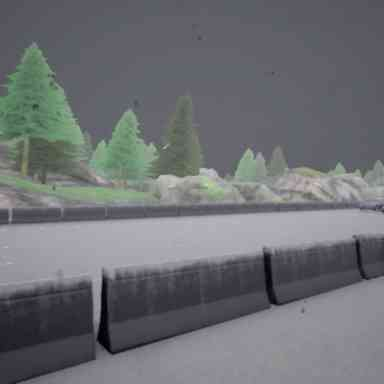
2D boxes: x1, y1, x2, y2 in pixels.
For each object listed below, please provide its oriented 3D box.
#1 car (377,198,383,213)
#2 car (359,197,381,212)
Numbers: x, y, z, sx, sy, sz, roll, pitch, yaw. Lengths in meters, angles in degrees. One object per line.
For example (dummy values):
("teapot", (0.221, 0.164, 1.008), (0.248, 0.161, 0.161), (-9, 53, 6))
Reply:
("car", (23.483, 1.710, 37.898), (4.674, 1.442, 1.812), (0, 0, -35))
("car", (23.029, 1.547, 41.856), (4.553, 1.767, 2.097), (0, 0, -35))
